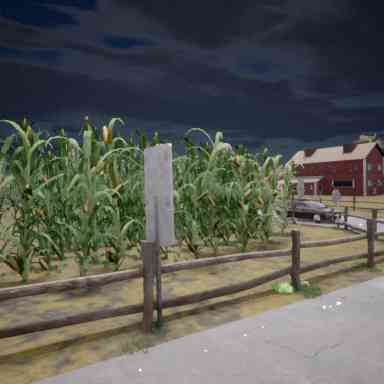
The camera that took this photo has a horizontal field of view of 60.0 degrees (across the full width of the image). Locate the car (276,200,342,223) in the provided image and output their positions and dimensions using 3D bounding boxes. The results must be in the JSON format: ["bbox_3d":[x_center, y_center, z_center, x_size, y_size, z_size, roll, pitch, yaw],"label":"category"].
[{"bbox_3d":[8.382,1.342,24.215,1.837,1.490,4.892,-2,2,-34],"label":"car"}]
